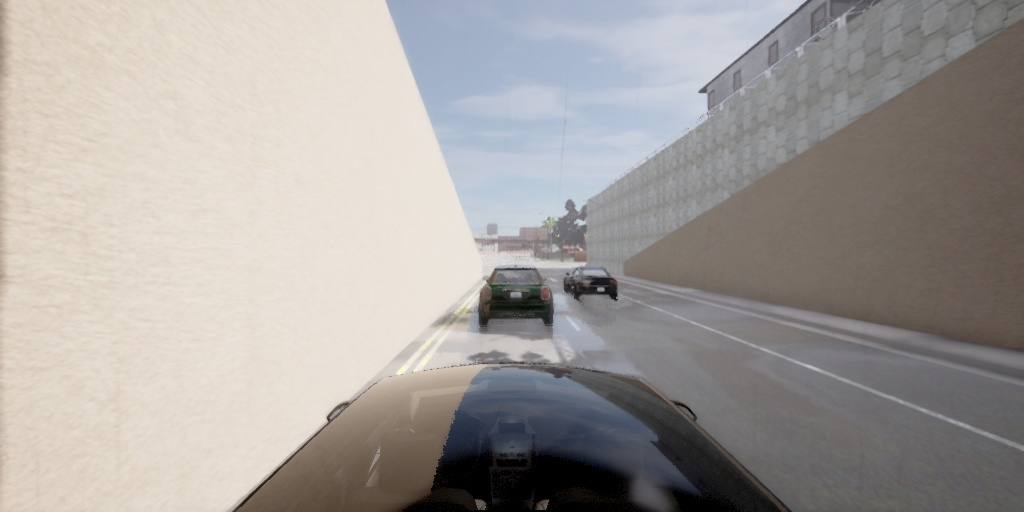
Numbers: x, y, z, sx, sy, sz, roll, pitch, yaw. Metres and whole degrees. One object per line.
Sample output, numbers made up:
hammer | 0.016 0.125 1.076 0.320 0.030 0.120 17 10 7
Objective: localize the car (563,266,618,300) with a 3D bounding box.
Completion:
car | 3.583 1.179 16.794 1.812 1.442 4.674 0 0 0

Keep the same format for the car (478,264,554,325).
car | 0.100 1.038 11.636 2.097 1.767 4.553 0 0 0
